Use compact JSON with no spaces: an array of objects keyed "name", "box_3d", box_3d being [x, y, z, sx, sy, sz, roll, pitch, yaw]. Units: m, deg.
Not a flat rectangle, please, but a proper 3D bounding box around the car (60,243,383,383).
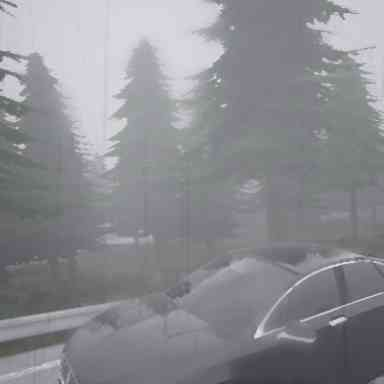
[{"name":"car","box_3d":[1.023,1.464,4.013,4.892,1.490,1.837,0,0,-31]}]
